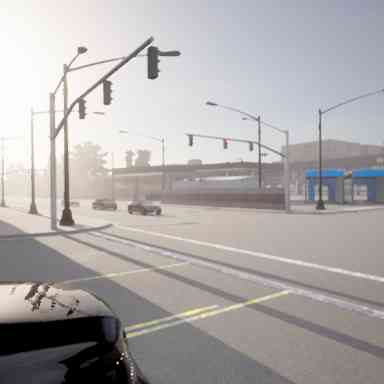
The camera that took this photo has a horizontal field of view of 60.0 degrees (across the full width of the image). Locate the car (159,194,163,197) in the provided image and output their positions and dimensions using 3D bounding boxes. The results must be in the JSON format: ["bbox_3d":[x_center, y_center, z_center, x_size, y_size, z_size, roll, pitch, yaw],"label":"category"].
[{"bbox_3d":[-4.722,1.144,73.812,3.806,1.475,1.970,-1,0,-35],"label":"car"}]

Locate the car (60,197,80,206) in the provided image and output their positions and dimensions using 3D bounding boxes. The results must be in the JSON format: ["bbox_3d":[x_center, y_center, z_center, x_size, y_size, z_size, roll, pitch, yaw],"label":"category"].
[{"bbox_3d":[-19.063,1.492,52.022,1.812,1.442,4.674,-1,0,-37],"label":"car"}]

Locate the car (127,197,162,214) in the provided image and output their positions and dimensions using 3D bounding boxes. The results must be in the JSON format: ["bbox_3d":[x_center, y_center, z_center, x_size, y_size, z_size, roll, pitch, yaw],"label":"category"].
[{"bbox_3d":[-4.810,1.475,32.894,1.812,1.442,4.674,-1,0,-37],"label":"car"}]

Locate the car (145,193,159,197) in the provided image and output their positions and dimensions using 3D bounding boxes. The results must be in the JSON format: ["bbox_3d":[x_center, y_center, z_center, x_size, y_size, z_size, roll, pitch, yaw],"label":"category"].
[{"bbox_3d":[-8.702,0.995,78.026,4.611,1.667,2.242,-1,0,-35],"label":"car"}]

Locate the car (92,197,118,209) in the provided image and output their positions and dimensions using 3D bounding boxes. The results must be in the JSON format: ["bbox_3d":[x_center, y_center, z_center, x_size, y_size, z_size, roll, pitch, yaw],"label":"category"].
[{"bbox_3d":[-10.795,1.460,40.919,1.837,1.490,4.892,-1,1,-37],"label":"car"}]

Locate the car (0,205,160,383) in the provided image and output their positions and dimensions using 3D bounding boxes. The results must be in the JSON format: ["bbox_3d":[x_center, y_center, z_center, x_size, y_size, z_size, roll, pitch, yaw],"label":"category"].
[{"bbox_3d":[-2.958,1.219,1.659,5.566,2.045,2.150,0,0,-35],"label":"car"}]
